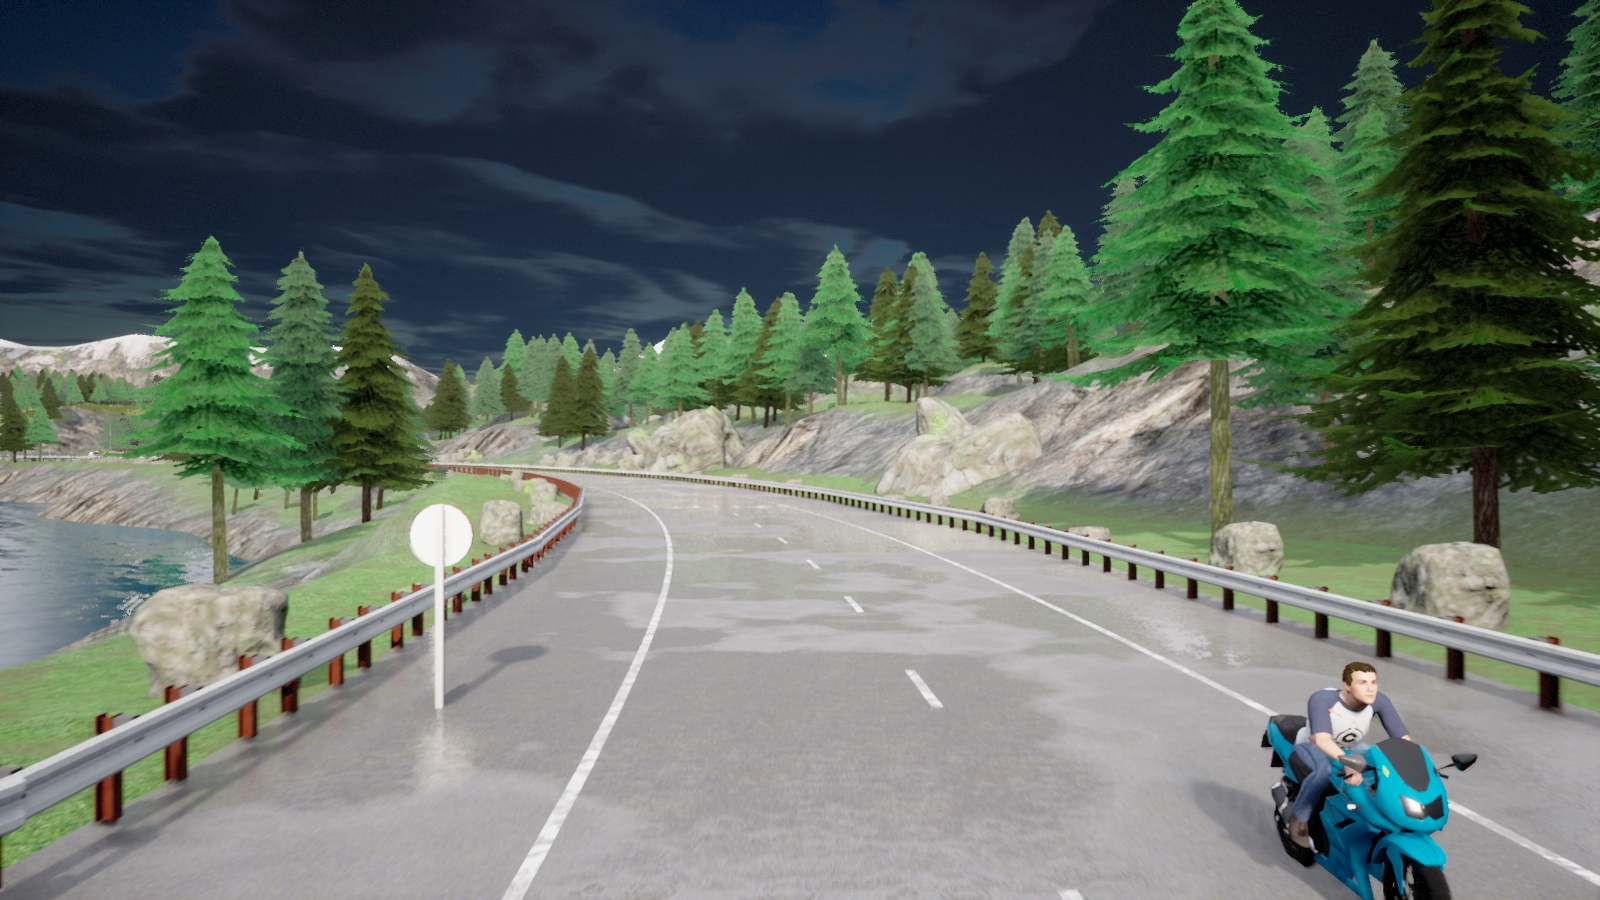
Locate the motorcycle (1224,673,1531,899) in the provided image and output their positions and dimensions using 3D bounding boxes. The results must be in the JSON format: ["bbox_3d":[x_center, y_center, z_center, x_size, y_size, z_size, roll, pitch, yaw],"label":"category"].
[{"bbox_3d":[3.393,2.177,6.984,0.803,1.217,2.033,0,0,-2],"label":"motorcycle"}]
